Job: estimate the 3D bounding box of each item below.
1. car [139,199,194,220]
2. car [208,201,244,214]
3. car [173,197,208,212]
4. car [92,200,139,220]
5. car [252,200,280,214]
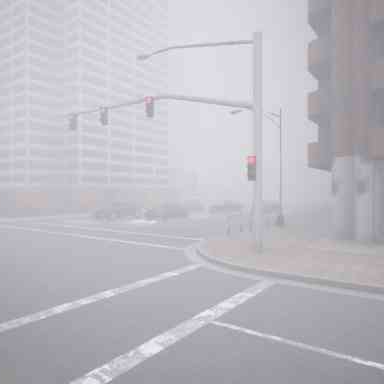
[{"bbox_3d":[-2.082,1.564,27.899,1.994,1.385,4.181,0,0,35],"label":"car"},{"bbox_3d":[3.788,1.601,36.235,1.895,1.301,4.718,0,0,35],"label":"car"},{"bbox_3d":[-0.474,1.564,36.265,1.994,1.385,4.181,0,0,35],"label":"car"},{"bbox_3d":[-6.192,1.505,28.138,1.837,1.490,4.892,0,0,35],"label":"car"},{"bbox_3d":[8.144,1.564,36.038,1.994,1.385,4.181,0,0,35],"label":"car"}]
